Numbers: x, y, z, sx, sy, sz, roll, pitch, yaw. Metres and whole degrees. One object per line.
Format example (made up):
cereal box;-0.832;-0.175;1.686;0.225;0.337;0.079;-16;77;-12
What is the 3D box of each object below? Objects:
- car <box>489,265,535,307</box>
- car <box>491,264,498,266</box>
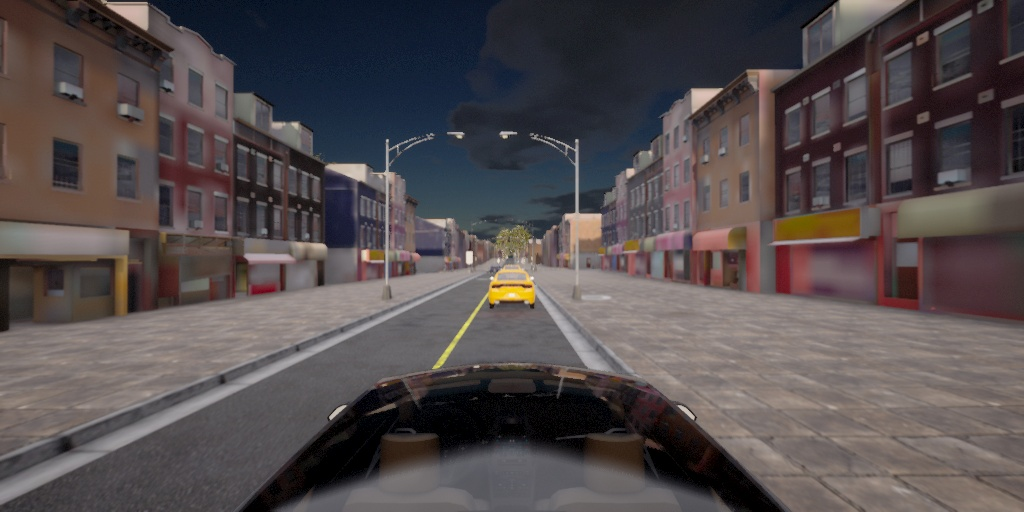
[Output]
car;0.001;1.374;16.321;1.882;1.535;5.008;0;0;0
car;-2.768;2.104;60.297;2.033;1.411;5.357;0;-1;0
